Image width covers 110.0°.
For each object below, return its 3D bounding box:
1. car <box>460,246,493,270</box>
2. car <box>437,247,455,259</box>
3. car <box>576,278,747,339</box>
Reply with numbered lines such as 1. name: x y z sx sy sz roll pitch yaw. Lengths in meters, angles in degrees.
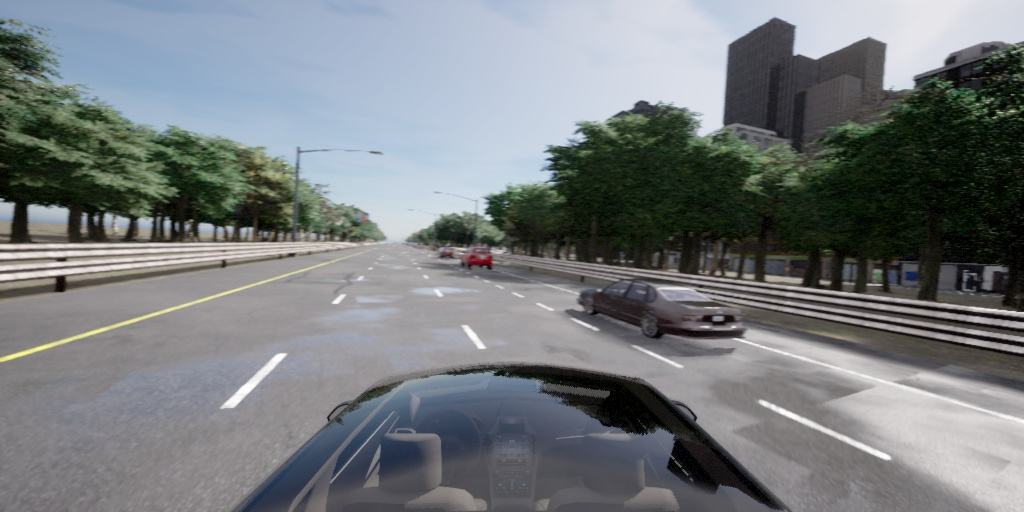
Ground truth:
1. car: -3.330 0.164 33.319 2.150 2.045 5.566 3 1 -18
2. car: -9.978 -0.525 54.214 2.097 1.767 4.553 3 1 -18
3. car: 3.901 1.376 10.515 2.033 1.411 5.357 3 1 -18
